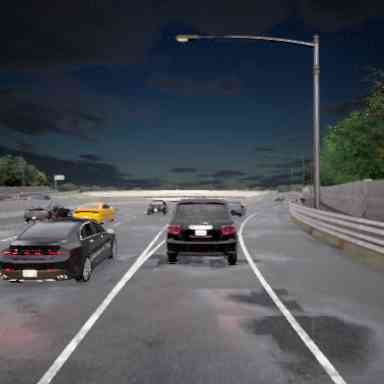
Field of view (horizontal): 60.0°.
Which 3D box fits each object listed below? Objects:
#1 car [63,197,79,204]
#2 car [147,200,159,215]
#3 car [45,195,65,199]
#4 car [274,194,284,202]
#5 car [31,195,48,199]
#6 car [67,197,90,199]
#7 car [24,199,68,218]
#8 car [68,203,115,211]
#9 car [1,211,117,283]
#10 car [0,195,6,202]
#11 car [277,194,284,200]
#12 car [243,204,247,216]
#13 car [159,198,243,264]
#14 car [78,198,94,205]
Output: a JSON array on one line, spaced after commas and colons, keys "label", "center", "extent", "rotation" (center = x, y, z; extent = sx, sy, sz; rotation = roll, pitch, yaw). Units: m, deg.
[{"label": "car", "center": [-27.993, 1.969, 77.058], "extent": [2.097, 1.767, 4.553], "rotation": [0, -1, 0]}, {"label": "car", "center": [-3.497, 1.578, 34.462], "extent": [1.812, 1.442, 4.674], "rotation": [0, 0, 0]}, {"label": "car", "center": [-24.505, 1.836, 61.471], "extent": [2.128, 1.511, 4.902], "rotation": [0, -1, 0]}, {"label": "car", "center": [20.563, 1.603, 78.768], "extent": [1.895, 1.301, 4.718], "rotation": [-1, 1, 17]}, {"label": "car", "center": [-27.998, 1.553, 61.257], "extent": [2.150, 2.045, 5.566], "rotation": [0, -1, 0]}, {"label": "car", "center": [-21.006, 1.861, 61.521], "extent": [1.812, 1.442, 4.674], "rotation": [0, -1, 0]}, {"label": "car", "center": [-10.398, 1.511, 24.339], "extent": [2.128, 1.511, 4.902], "rotation": [0, 0, 0]}, {"label": "car", "center": [-6.897, 1.496, 23.987], "extent": [1.882, 1.535, 5.008], "rotation": [0, 0, 0]}, {"label": "car", "center": [-3.500, 1.512, 9.626], "extent": [1.837, 1.490, 4.892], "rotation": [0, 0, 0]}, {"label": "car", "center": [-43.418, 1.517, 74.721], "extent": [1.882, 1.535, 5.008], "rotation": [1, 0, -16]}, {"label": "car", "center": [23.512, 1.241, 88.406], "extent": [1.812, 1.442, 4.674], "rotation": [-1, 1, 16]}, {"label": "car", "center": [3.964, 1.613, 31.202], "extent": [1.994, 1.385, 4.181], "rotation": [-1, -1, 15]}, {"label": "car", "center": [0.438, 1.225, 11.963], "extent": [2.150, 2.045, 5.566], "rotation": [0, 0, 4]}, {"label": "car", "center": [-24.493, 2.140, 77.102], "extent": [2.128, 1.511, 4.902], "rotation": [0, -1, 0]}]
